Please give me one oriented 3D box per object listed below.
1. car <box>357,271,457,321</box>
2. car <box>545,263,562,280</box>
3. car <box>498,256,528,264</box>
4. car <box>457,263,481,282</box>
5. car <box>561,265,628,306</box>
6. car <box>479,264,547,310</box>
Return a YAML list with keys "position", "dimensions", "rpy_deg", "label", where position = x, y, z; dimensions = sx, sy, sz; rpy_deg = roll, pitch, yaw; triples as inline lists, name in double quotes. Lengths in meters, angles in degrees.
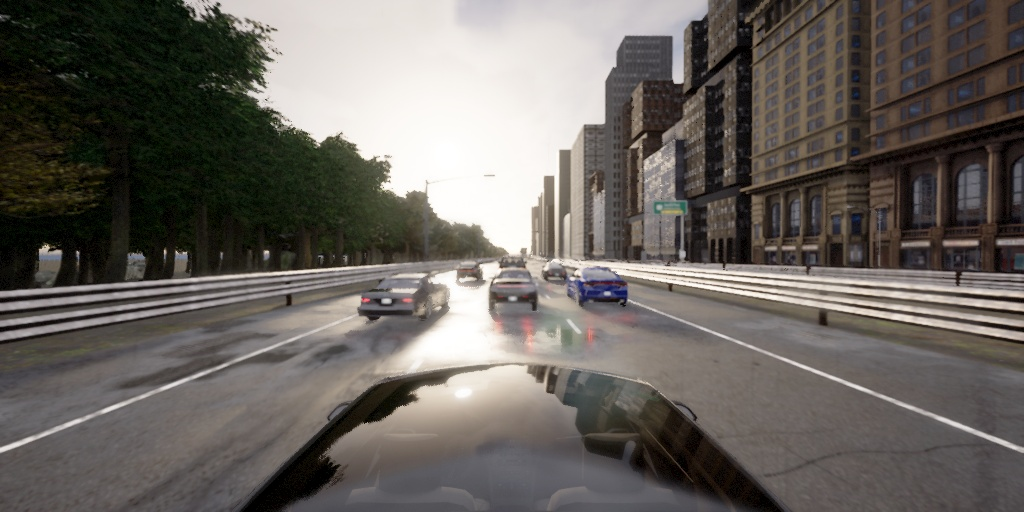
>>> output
- position: [-3.469, 1.302, 12.483]
  dimensions: [2.033, 1.411, 5.357]
  rpy_deg: [0, 0, 1]
  label: "car"
- position: [3.567, 1.300, 30.406]
  dimensions: [1.812, 1.442, 4.674]
  rpy_deg: [0, 0, 0]
  label: "car"
- position: [0.052, 0.995, 28.586]
  dimensions: [2.150, 2.045, 5.566]
  rpy_deg: [0, 0, 1]
  label: "car"
- position: [-3.438, 1.280, 29.691]
  dimensions: [1.837, 1.490, 4.892]
  rpy_deg: [0, 0, 0]
  label: "car"
- position: [3.562, 1.235, 15.782]
  dimensions: [1.882, 1.535, 5.008]
  rpy_deg: [0, 0, 0]
  label: "car"
- position: [0.054, 1.248, 14.650]
  dimensions: [2.128, 1.511, 4.902]
  rpy_deg: [0, 0, 1]
  label: "car"
